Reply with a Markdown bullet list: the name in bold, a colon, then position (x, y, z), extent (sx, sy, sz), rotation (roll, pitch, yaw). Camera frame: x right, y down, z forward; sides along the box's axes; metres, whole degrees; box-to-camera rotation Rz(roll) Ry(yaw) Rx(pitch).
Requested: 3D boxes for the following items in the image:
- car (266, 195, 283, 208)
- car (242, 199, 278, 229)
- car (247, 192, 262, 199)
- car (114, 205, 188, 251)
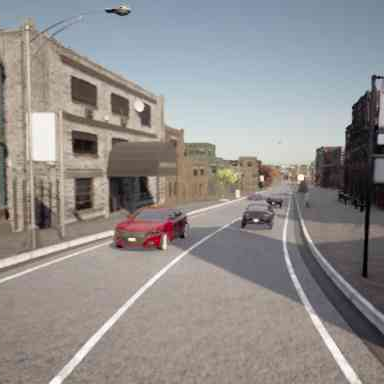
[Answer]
- **car**: position (10.007, 1.064, 40.375), extent (1.882, 1.535, 5.008), rotation (2, 2, 17)
- **car**: position (4.269, 1.420, 21.098), extent (1.812, 1.442, 4.674), rotation (2, 1, 16)
- **car**: position (10.193, 0.744, 53.695), extent (1.994, 1.385, 4.181), rotation (2, 2, 17)
- **car**: position (-1.507, 1.348, 13.901), extent (1.882, 1.535, 5.008), rotation (1, 1, 13)
